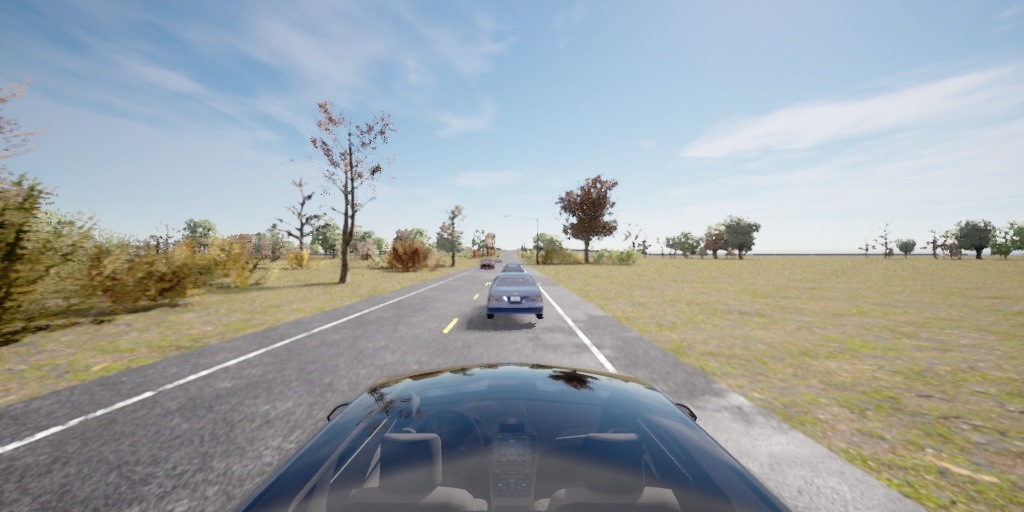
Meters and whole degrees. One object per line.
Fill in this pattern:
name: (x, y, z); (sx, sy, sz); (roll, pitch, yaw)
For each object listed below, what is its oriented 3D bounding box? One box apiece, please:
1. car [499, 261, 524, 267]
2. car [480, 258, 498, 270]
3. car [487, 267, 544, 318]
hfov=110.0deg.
car: (0.094, 1.296, 30.890); (1.994, 1.385, 4.181); (0, 0, 0)
car: (-3.577, 1.067, 52.884); (2.097, 1.767, 4.553); (0, 0, 0)
car: (0.096, 1.292, 12.939); (2.033, 1.411, 5.357); (0, 0, 0)
